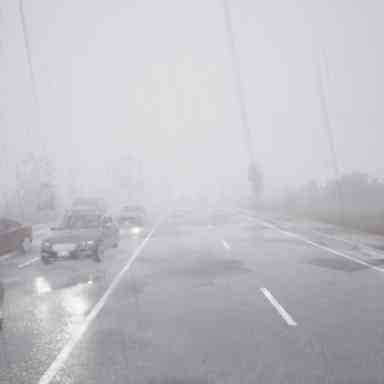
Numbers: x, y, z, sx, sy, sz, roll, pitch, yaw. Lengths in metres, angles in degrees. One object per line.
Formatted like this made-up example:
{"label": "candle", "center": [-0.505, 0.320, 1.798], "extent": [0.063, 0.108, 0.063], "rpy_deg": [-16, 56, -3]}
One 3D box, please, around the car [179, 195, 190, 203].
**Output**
{"label": "car", "center": [-1.607, 1.473, 66.122], "extent": [1.994, 1.385, 4.181], "rpy_deg": [-2, 0, 0]}

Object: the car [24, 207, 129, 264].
{"label": "car", "center": [-3.926, 1.575, 12.388], "extent": [2.128, 1.511, 4.902], "rpy_deg": [-2, 0, -2]}

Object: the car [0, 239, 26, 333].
{"label": "car", "center": [-3.619, 1.599, 3.012], "extent": [1.837, 1.490, 4.892], "rpy_deg": [-2, 0, -2]}

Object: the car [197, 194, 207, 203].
{"label": "car", "center": [1.889, 1.293, 65.732], "extent": [1.882, 1.535, 5.008], "rpy_deg": [-2, 0, 0]}

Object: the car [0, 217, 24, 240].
{"label": "car", "center": [-7.402, 1.659, 11.624], "extent": [1.882, 1.535, 5.008], "rpy_deg": [-2, 0, -2]}

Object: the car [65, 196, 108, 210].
{"label": "car", "center": [-7.842, 1.385, 25.068], "extent": [2.150, 2.045, 5.566], "rpy_deg": [-2, 0, -2]}

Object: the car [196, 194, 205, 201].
{"label": "car", "center": [2.007, 1.179, 75.976], "extent": [1.882, 1.535, 5.008], "rpy_deg": [-2, 0, 1]}

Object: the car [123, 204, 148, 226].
{"label": "car", "center": [-4.307, 1.618, 24.252], "extent": [2.033, 1.411, 5.357], "rpy_deg": [-2, 0, -2]}

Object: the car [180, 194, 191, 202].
{"label": "car", "center": [-1.489, 1.341, 76.068], "extent": [2.128, 1.511, 4.902], "rpy_deg": [-2, 0, 1]}
